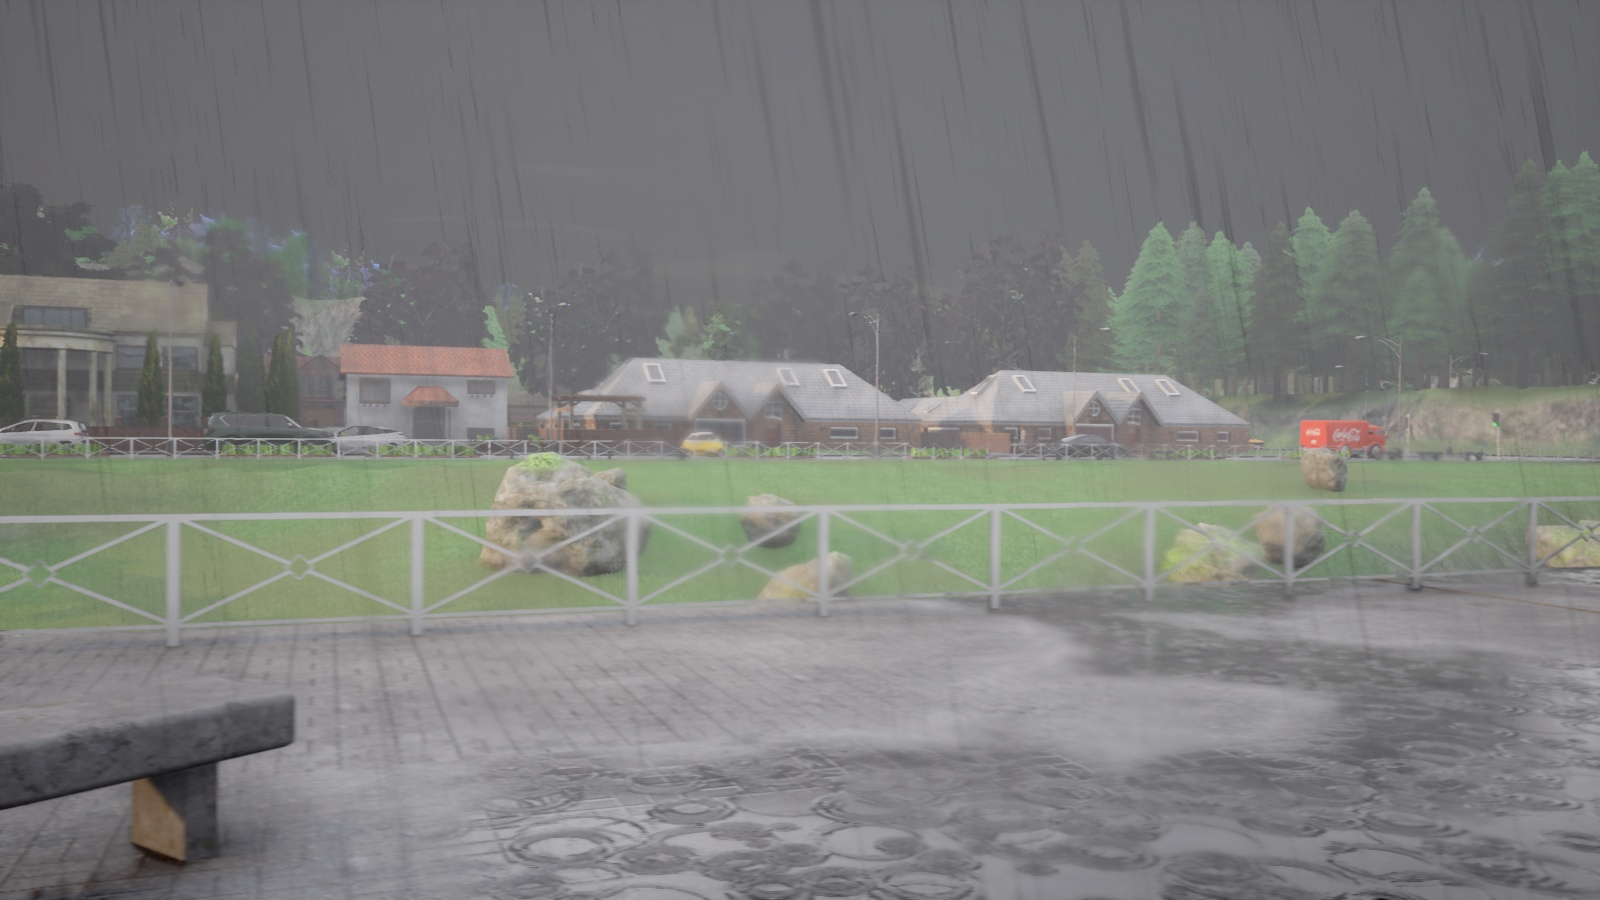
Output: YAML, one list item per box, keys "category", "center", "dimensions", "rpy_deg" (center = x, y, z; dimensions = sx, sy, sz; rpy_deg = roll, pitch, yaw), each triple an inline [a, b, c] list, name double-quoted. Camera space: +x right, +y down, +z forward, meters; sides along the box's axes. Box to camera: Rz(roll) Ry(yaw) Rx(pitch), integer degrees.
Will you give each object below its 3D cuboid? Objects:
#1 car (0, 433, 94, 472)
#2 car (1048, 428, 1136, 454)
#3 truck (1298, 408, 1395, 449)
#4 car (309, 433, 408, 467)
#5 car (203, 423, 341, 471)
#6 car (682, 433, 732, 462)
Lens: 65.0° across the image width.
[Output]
- category: "car"
  center: [-34.631, 0.096, 56.589]
  dimensions: [4.611, 1.667, 2.242]
  rpy_deg: [-1, 1, -21]
- category: "car"
  center: [16.723, -0.525, 71.799]
  dimensions: [4.674, 1.442, 1.812]
  rpy_deg: [-1, 1, -21]
- category: "truck"
  center: [34.099, -1.334, 78.386]
  dimensions: [5.204, 2.467, 2.627]
  rpy_deg: [-1, 1, -21]
- category: "car"
  center: [-21.629, -0.022, 61.524]
  dimensions: [4.514, 1.525, 2.007]
  rpy_deg: [-1, 1, -21]
- category: "car"
  center: [-23.657, -0.146, 56.473]
  dimensions: [5.566, 2.045, 2.150]
  rpy_deg: [-1, 1, -21]
- category: "car"
  center: [-4.714, -0.132, 63.666]
  dimensions: [2.207, 1.376, 1.481]
  rpy_deg: [-1, 1, -21]
